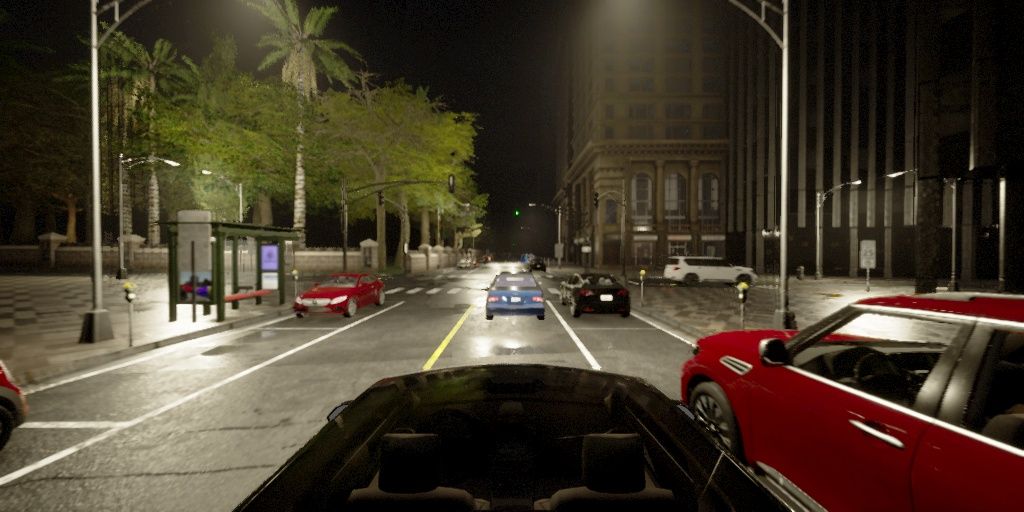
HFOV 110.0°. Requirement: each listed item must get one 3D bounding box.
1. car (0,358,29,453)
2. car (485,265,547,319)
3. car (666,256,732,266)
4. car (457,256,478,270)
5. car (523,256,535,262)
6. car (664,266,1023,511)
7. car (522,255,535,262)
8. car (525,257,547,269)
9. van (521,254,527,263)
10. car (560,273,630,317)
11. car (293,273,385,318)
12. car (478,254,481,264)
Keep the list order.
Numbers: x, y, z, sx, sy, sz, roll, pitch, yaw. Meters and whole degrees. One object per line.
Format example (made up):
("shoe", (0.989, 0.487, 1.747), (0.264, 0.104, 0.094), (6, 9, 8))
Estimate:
("car", (-5.763, 1.190, 1.696), (1.967, 1.591, 4.097), (0, 0, 0))
("car", (0.097, 1.224, 12.355), (2.033, 1.411, 5.357), (0, 0, 0))
("car", (13.340, 1.053, 24.303), (5.566, 2.045, 2.150), (1, 0, 4))
("car", (-5.768, 0.996, 44.407), (2.007, 1.370, 4.403), (0, 0, 0))
("car", (2.757, 1.012, 44.388), (1.948, 1.339, 4.313), (0, 0, 0))
("car", (2.762, 1.065, 1.682), (2.192, 1.841, 5.009), (0, 0, 0))
("car", (2.756, 0.931, 49.979), (1.751, 1.417, 4.829), (0, 0, 0))
("car", (2.757, 1.052, 38.968), (1.948, 1.339, 4.313), (0, 0, 0))
("van", (2.755, 0.706, 55.229), (1.690, 1.789, 3.998), (0, 0, 0))
("car", (2.761, 1.241, 12.532), (1.948, 1.339, 4.313), (0, 0, 0))
("car", (-5.765, 1.257, 12.549), (1.802, 1.307, 4.207), (0, 0, 0))
("car", (-5.769, 0.846, 49.827), (1.967, 1.591, 4.097), (0, 0, 0))
